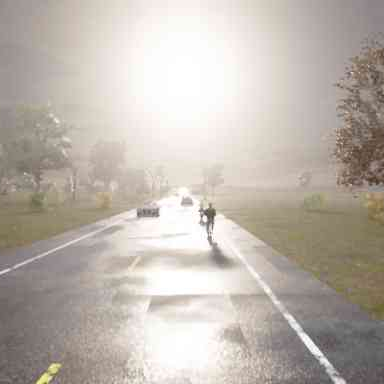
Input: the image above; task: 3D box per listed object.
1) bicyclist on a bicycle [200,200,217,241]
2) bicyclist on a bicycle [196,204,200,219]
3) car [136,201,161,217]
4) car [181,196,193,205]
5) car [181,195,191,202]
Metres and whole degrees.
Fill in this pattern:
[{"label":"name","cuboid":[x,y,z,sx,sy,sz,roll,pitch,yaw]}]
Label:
[{"label":"bicyclist on a bicycle","cuboid":[0.856,1.359,15.616,0.659,1.776,1.843,0,0,-1]},{"label":"bicyclist on a bicycle","cuboid":[0.730,1.418,25.781,0.866,1.612,1.509,0,0,-1]},{"label":"car","cuboid":[-3.964,1.543,30.905,1.994,1.385,4.181,0,0,-1]},{"label":"car","cuboid":[-0.855,1.520,55.905,1.994,1.385,4.181,0,0,-1]},{"label":"car","cuboid":[-1.376,1.478,73.823,2.033,1.411,5.357,0,0,-1]}]
